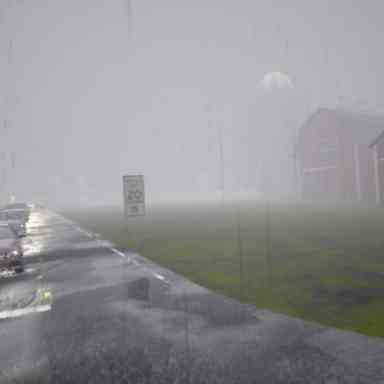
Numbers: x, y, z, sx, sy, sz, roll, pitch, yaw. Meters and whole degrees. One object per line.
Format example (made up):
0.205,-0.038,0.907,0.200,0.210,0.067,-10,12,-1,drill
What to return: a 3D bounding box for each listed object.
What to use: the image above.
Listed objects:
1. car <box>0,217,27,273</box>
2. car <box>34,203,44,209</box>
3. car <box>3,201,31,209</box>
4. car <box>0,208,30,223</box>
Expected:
-6.717,1.838,11.250,1.812,1.442,4.674,-3,0,-27,car
-33.565,2.997,73.028,1.895,1.301,4.718,-3,0,-26,car
-17.411,2.020,33.267,2.150,2.045,5.566,-3,1,-26,car
-11.248,2.015,20.568,2.128,1.511,4.902,-3,0,-26,car
